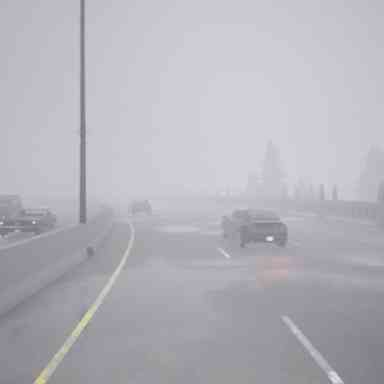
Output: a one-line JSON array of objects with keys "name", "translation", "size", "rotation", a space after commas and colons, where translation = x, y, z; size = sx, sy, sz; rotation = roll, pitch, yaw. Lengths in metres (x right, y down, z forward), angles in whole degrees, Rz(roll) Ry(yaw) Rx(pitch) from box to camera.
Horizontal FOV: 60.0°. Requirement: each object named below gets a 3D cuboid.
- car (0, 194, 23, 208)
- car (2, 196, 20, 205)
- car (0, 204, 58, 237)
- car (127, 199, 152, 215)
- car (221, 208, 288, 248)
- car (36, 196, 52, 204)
[{"name": "car", "translation": [-13.535, 1.181, 23.543], "size": [2.150, 2.045, 5.566], "rotation": [0, 0, -15]}, {"name": "car", "translation": [-32.714, 1.556, 59.984], "size": [1.837, 1.490, 4.892], "rotation": [0, 0, -42]}, {"name": "car", "translation": [-8.754, 1.560, 18.100], "size": [1.895, 1.301, 4.718], "rotation": [0, 0, -11]}, {"name": "car", "translation": [-5.253, 1.426, 32.954], "size": [2.128, 1.511, 4.902], "rotation": [0, 0, -18]}, {"name": "car", "translation": [2.573, 1.461, 14.636], "size": [1.837, 1.490, 4.892], "rotation": [0, 0, -7]}, {"name": "car", "translation": [-24.565, 1.508, 55.232], "size": [1.837, 1.490, 4.892], "rotation": [0, 0, -35]}]
